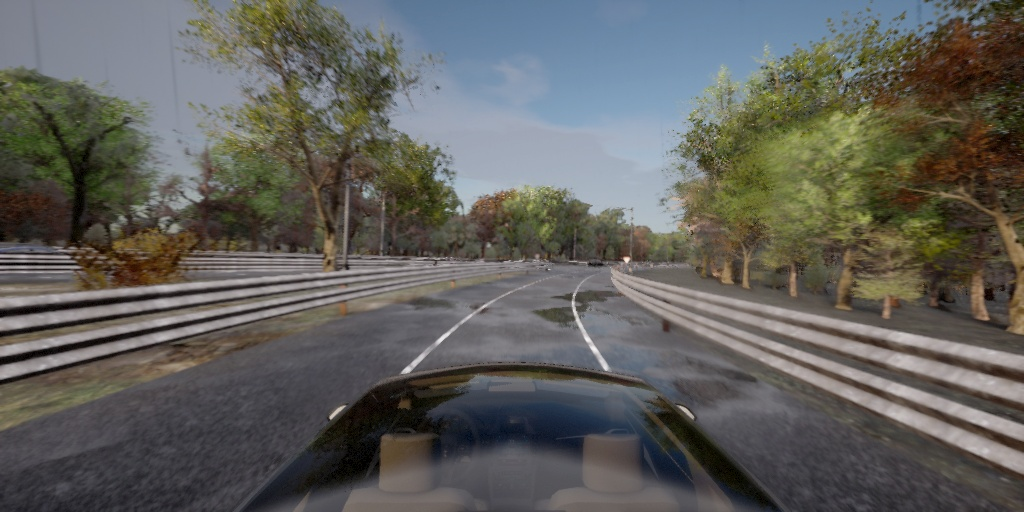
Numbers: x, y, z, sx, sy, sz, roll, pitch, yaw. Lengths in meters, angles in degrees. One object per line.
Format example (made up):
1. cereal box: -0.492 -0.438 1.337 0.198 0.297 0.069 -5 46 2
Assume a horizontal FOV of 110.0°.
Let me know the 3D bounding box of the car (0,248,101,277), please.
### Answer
1. car: -26.397 0.434 20.061 1.895 1.301 4.718 3 0 37

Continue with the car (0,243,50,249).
1. car: -29.199 0.189 22.145 1.882 1.535 5.008 3 0 37

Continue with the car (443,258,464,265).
1. car: -8.567 1.000 55.496 1.812 1.442 4.674 3 0 37

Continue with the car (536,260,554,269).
1. car: 5.543 1.624 62.660 1.895 1.301 4.718 2 0 37
